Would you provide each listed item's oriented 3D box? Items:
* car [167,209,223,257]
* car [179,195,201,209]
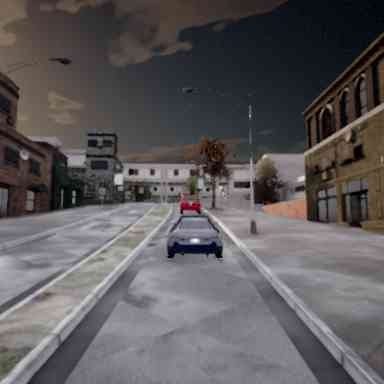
[{"bbox_3d":[0.098,1.596,13.101,1.994,1.385,4.181,0,0,0],"label":"car"},{"bbox_3d":[-0.226,1.305,36.219,2.150,2.045,5.566,0,0,-2],"label":"car"}]
